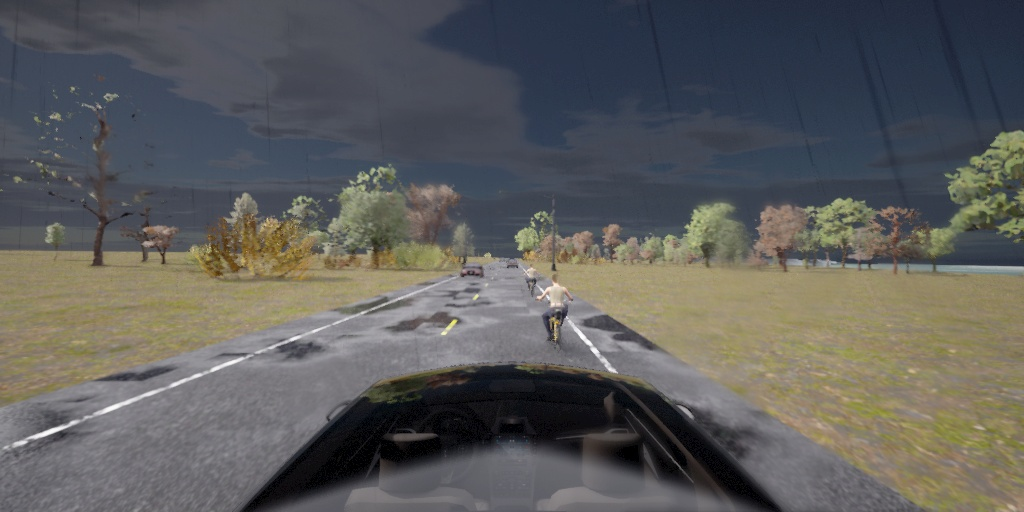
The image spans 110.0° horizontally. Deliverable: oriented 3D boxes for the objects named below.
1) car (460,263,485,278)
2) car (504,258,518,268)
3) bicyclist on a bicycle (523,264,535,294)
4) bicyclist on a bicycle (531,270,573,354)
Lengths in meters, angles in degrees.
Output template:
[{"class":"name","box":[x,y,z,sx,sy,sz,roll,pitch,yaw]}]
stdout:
[{"class":"car","box":[-3.601,1.319,33.443,1.994,1.385,4.181,0,0,0]},{"class":"car","box":[0.098,1.307,60.746,2.033,1.411,5.357,0,0,0]},{"class":"bicyclist on a bicycle","box":[0.980,1.190,17.930,0.866,1.612,1.509,0,0,0]},{"class":"bicyclist on a bicycle","box":[0.944,1.188,7.799,0.866,1.612,1.509,0,0,0]}]
